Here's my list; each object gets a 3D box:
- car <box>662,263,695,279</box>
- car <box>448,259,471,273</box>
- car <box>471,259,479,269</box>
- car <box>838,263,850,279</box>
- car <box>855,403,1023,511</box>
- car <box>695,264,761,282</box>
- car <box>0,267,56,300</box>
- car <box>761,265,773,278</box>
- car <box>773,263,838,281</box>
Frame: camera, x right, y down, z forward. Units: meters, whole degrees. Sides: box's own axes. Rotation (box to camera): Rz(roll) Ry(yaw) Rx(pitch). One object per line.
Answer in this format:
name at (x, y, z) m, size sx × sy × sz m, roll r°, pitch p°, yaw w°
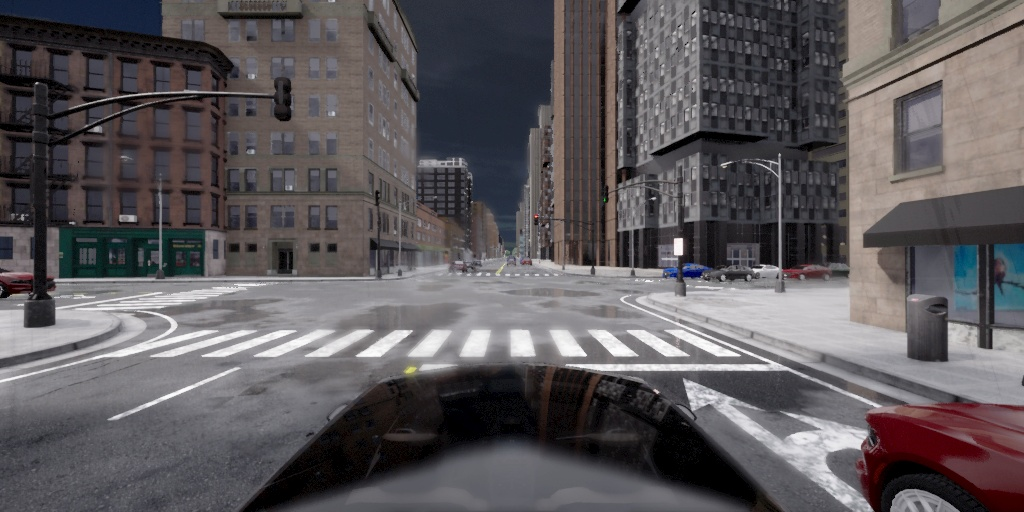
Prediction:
car at (17.031, 1.485, 34.791) m, size 5.008 × 1.535 × 1.882 m, roll 1°, pitch 0°, yaw -16°
car at (-6.666, 1.282, 44.727) m, size 1.812 × 1.442 × 4.674 m, roll 0°, pitch 0°, yaw 0°
car at (-6.676, 1.250, 54.688) m, size 2.128 × 1.511 × 4.902 m, roll 0°, pitch 0°, yaw 0°
car at (35.023, 1.569, 39.641) m, size 4.553 × 1.767 × 2.097 m, roll 1°, pitch 0°, yaw -13°
car at (3.352, 1.228, 0.423) m, size 1.882 × 1.535 × 5.008 m, roll 0°, pitch 0°, yaw 0°
car at (19.283, 1.513, 32.048) m, size 4.892 × 1.490 × 1.837 m, roll 1°, pitch 0°, yaw -17°
car at (-22.162, 0.964, 14.508) m, size 5.008 × 1.535 × 1.882 m, roll 0°, pitch 0°, yaw -17°
car at (26.014, 1.638, 37.360) m, size 4.674 × 1.442 × 1.812 m, roll 1°, pitch 0°, yaw -15°
car at (28.334, 1.592, 34.618) m, size 5.008 × 1.535 × 1.882 m, roll 1°, pitch 0°, yaw -15°
